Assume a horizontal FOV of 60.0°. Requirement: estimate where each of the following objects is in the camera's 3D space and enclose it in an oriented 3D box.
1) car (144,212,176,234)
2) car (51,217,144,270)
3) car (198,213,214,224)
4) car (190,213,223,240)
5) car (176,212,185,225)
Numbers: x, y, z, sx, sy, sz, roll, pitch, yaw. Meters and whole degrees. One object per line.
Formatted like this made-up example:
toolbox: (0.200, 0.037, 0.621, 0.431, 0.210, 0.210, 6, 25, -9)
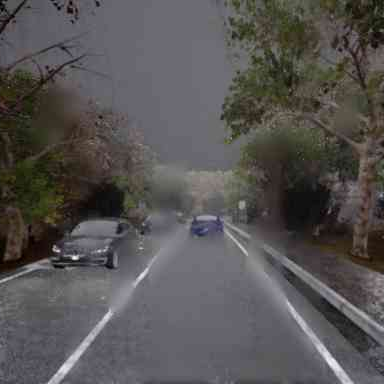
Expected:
car: (-2.589, 2.361, 25.162, 1.812, 1.442, 4.674, 0, -3, 3)
car: (-3.163, 1.683, 11.711, 1.837, 1.490, 4.892, 0, -2, 2)
car: (1.940, 3.571, 45.384, 1.994, 1.385, 4.181, 0, -3, 3)
car: (0.906, 2.094, 20.699, 1.882, 1.535, 5.008, 0, -3, 2)
car: (-1.861, 3.221, 41.230, 1.882, 1.535, 5.008, 0, -3, 2)
